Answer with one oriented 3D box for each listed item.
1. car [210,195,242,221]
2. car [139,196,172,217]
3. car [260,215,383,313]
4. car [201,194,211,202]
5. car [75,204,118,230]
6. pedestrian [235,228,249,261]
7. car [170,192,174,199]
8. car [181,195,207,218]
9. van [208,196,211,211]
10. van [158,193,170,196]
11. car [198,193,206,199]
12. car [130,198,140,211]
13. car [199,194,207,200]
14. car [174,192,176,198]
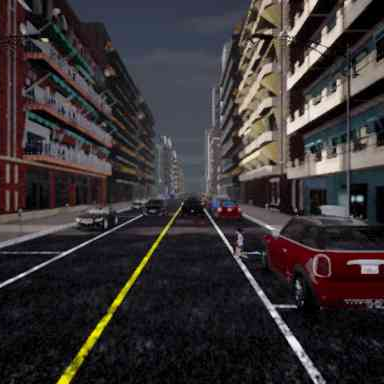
[{"bbox_3d":[2.698,1.309,25.705,1.967,1.590,4.097,1,0,0],"label":"car"},{"bbox_3d":[-3.097,1.358,29.015,1.837,1.490,4.892,0,0,0],"label":"car"},{"bbox_3d":[3.000,1.311,7.735,2.097,1.767,4.553,0,0,0],"label":"car"},{"bbox_3d":[2.696,1.209,64.539,1.752,1.417,4.829,0,0,0],"label":"car"},{"bbox_3d":[-5.684,1.447,20.195,2.008,1.369,4.403,1,0,0],"label":"car"},{"bbox_3d":[1.527,1.619,10.548,0.500,1.100,0.500,1,0,0],"label":"pedestrian"},{"bbox_3d":[-5.686,1.160,75.259,1.752,1.417,4.829,0,0,0],"label":"car"},{"bbox_3d":[0.059,1.332,28.624,1.882,1.535,5.008,0,0,0],"label":"car"},{"bbox_3d":[2.699,1.183,31.228,1.690,1.788,3.998,1,0,0],"label":"van"},{"bbox_3d":[-5.684,1.025,64.380,1.690,1.788,3.998,1,0,0],"label":"van"},{"bbox_3d":[2.694,1.105,91.986,1.887,1.381,4.507,0,0,0],"label":"car"},{"bbox_3d":[-5.684,1.366,36.766,2.008,1.369,4.403,1,0,0],"label":"car"},{"bbox_3d":[2.694,1.191,80.940,1.802,1.307,4.206,0,0,0],"label":"car"},{"bbox_3d":[-5.687,1.126,91.998,1.947,1.339,4.313,0,0,0],"label":"car"}]
